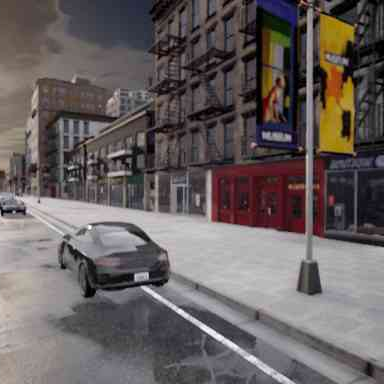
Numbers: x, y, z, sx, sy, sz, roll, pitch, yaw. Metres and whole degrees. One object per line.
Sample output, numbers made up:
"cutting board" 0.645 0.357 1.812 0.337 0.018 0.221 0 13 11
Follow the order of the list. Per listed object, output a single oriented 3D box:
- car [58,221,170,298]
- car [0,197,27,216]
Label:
"car" -2.154 1.471 8.472 1.812 1.442 4.674 0 0 -31
"car" -15.900 1.359 29.583 1.895 1.301 4.718 0 0 -30
